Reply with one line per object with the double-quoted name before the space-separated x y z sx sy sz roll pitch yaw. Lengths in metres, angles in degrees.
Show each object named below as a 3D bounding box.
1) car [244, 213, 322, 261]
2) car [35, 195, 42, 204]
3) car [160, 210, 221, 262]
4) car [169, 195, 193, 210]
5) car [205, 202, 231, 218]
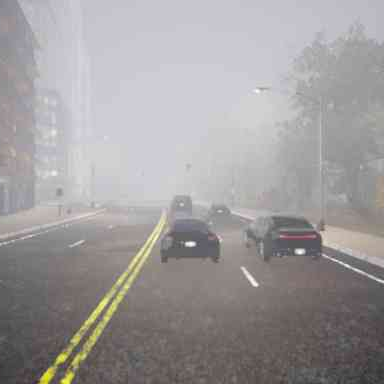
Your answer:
"car" 3.154 1.532 12.316 1.837 1.490 4.892 0 0 -1
"car" -27.196 1.232 55.134 4.097 1.590 1.967 1 -1 -13
"car" -0.102 1.596 12.348 1.994 1.385 4.181 0 0 -2
"car" -1.091 1.300 33.281 2.150 2.045 5.566 0 0 -4
"car" 2.332 1.632 30.605 1.994 1.385 4.181 0 0 -4
